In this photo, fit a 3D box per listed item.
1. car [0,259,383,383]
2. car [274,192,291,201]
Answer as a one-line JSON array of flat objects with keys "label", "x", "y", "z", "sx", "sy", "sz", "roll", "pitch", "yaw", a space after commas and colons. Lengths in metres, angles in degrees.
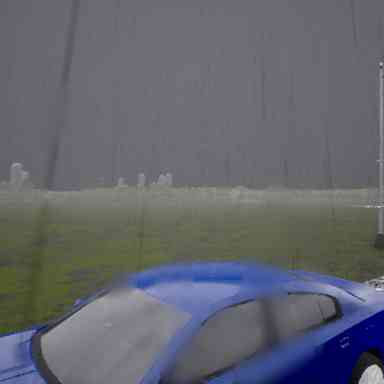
[{"label": "car", "x": -0.047, "y": 1.480, "z": 3.036, "sx": 5.008, "sy": 1.535, "sz": 1.882, "roll": 0, "pitch": 0, "yaw": -35}, {"label": "car", "x": 20.896, "y": 1.012, "z": 77.630, "sx": 2.150, "sy": 2.045, "sz": 5.566, "roll": 0, "pitch": 0, "yaw": -12}]
